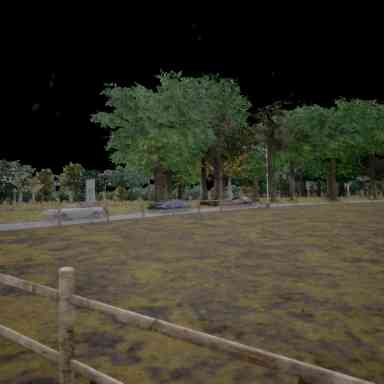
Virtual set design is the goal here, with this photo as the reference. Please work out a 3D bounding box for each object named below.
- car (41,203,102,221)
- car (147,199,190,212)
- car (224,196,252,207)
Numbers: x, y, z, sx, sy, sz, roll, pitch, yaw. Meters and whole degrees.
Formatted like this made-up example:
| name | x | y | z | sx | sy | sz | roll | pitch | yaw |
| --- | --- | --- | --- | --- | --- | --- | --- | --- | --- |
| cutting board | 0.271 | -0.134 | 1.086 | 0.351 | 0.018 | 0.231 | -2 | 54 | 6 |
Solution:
| name | x | y | z | sx | sy | sz | roll | pitch | yaw |
| --- | --- | --- | --- | --- | --- | --- | --- | --- | --- |
| car | -9.833 | 1.587 | 27.386 | 1.895 | 1.301 | 4.718 | -2 | -1 | 36 |
| car | -2.514 | 1.464 | 36.850 | 2.033 | 1.411 | 5.357 | -2 | -1 | 41 |
| car | 6.412 | 1.341 | 45.929 | 4.674 | 1.442 | 1.812 | -1 | -1 | -42 |
